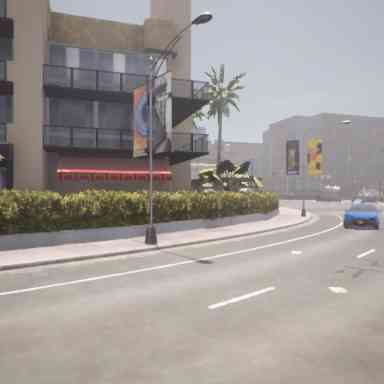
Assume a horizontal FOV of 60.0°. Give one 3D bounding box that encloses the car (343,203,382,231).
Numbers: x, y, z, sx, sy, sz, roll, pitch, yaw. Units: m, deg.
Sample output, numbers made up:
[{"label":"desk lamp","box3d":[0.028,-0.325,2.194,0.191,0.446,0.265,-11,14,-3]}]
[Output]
[{"label":"car","box3d":[10.956,1.477,21.228,1.882,1.535,5.008,0,0,31]}]
